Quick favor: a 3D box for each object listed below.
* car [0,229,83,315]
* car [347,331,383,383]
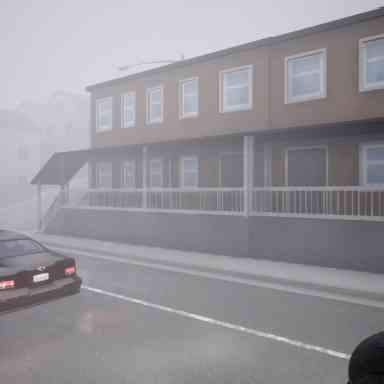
[{"bbox_3d":[-4.687,1.547,7.306,5.357,1.411,2.033,0,0,36],"label":"car"},{"bbox_3d":[3.438,1.478,1.536,5.008,1.535,1.882,0,0,35],"label":"car"}]
